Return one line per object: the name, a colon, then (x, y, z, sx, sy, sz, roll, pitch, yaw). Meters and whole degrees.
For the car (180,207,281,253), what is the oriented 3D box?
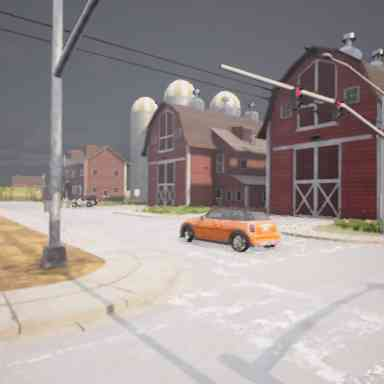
car: (1.507, 1.436, 14.504, 2.097, 1.767, 4.553, 2, -1, -41)

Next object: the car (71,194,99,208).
car: (-15.797, 1.324, 49.212, 3.866, 1.878, 1.905, -1, 5, 11)
